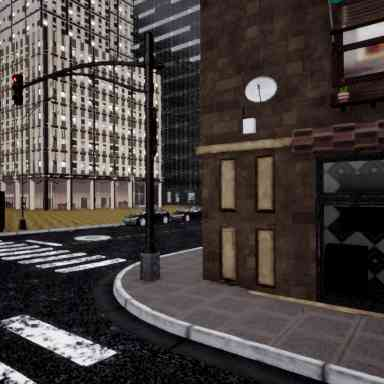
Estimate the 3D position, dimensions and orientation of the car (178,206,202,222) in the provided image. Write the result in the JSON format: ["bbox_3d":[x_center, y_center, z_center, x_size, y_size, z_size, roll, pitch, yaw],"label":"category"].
[{"bbox_3d":[-0.272,1.975,30.474,2.008,1.369,4.403,-2,-2,35],"label":"car"}]

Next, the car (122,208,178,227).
[{"bbox_3d":[-3.481,1.893,25.922,2.008,1.369,4.403,-2,-2,35],"label":"car"}]
